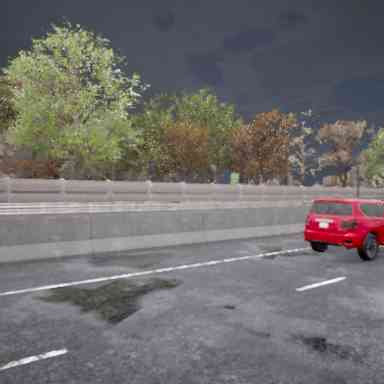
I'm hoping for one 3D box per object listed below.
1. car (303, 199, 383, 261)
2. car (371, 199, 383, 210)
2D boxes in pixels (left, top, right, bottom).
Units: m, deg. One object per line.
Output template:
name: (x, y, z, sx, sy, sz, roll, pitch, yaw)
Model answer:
car: (6.703, 1.304, 12.884, 5.566, 2.045, 2.150, 2, -1, -35)
car: (29.814, 1.923, 50.990, 4.902, 1.511, 2.128, 1, 0, -35)
